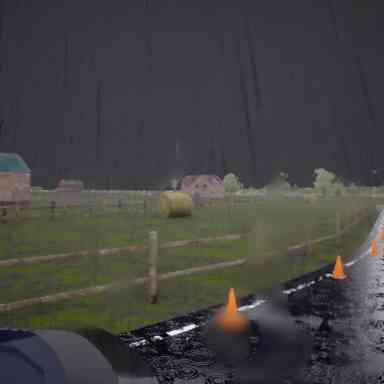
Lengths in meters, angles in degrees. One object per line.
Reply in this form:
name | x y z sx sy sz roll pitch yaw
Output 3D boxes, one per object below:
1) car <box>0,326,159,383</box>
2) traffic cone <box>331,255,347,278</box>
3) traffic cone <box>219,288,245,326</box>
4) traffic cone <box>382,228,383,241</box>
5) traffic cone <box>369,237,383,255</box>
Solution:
car | -2.329 1.474 1.028 4.902 1.511 2.128 1 0 -37
traffic cone | 4.084 2.059 9.255 0.340 0.580 0.340 0 -1 42
traffic cone | 0.713 2.004 5.907 0.340 0.580 0.340 1 -1 -42
traffic cone | 9.745 2.153 16.871 0.340 0.580 0.340 0 -1 31
traffic cone | 7.104 2.108 12.922 0.340 0.580 0.340 0 -1 37
